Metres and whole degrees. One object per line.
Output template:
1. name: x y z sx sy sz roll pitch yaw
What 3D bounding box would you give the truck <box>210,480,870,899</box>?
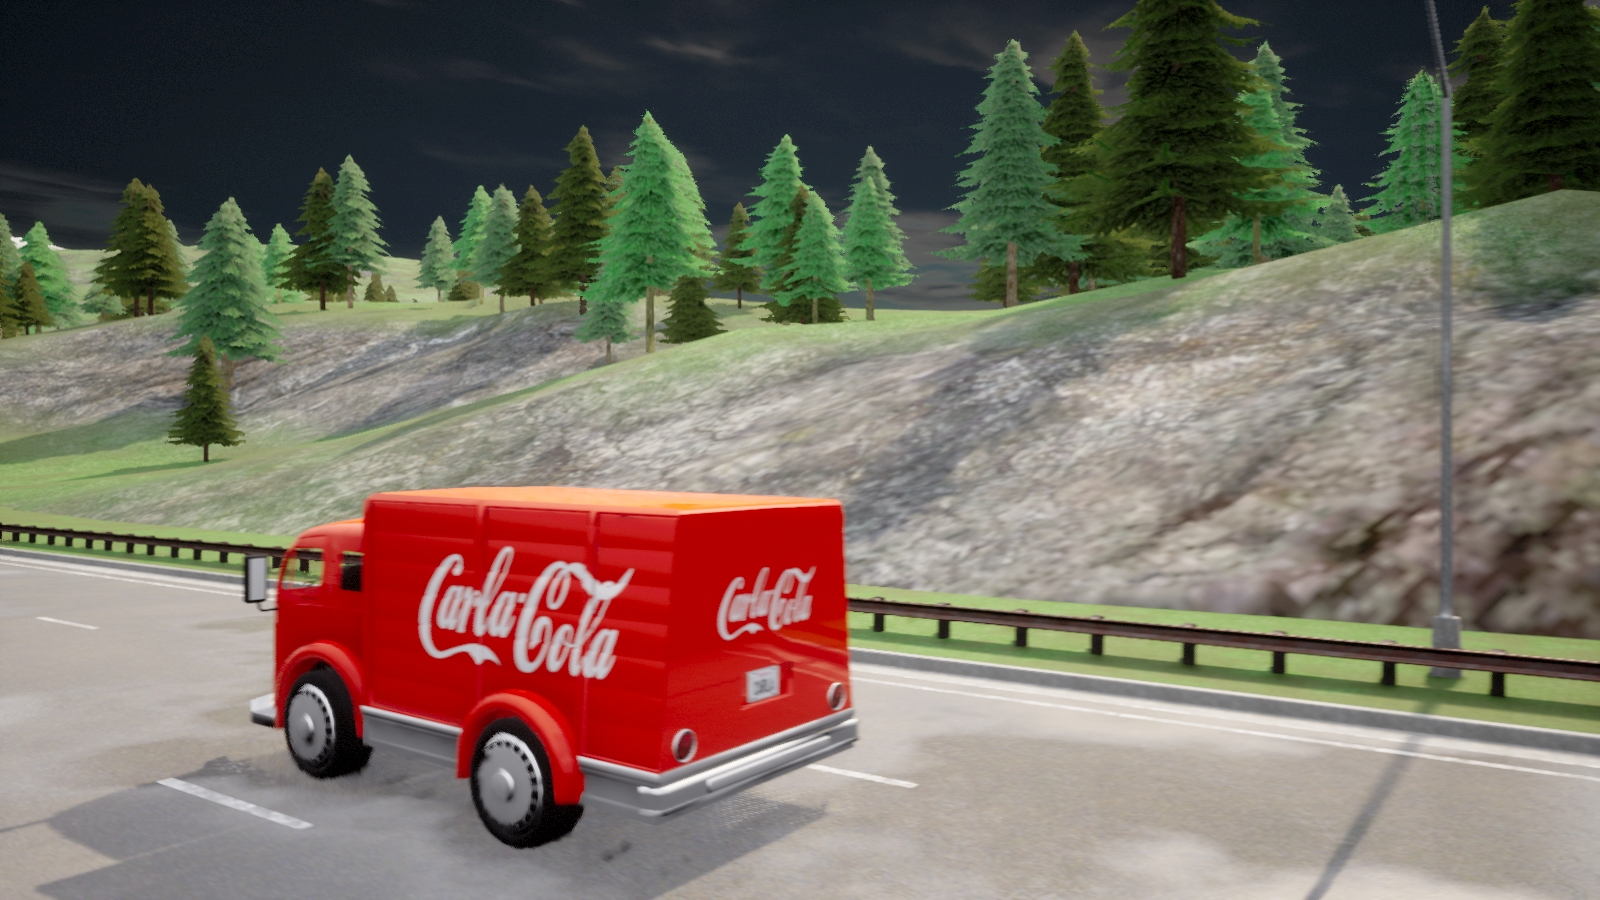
1. truck: -2.318 1.568 9.677 5.204 2.467 2.627 0 0 35
